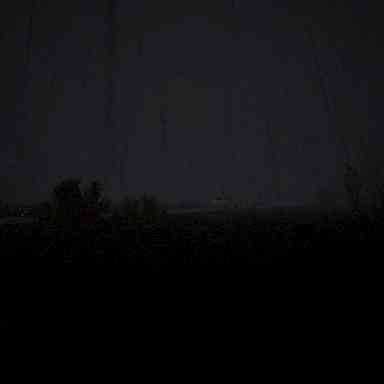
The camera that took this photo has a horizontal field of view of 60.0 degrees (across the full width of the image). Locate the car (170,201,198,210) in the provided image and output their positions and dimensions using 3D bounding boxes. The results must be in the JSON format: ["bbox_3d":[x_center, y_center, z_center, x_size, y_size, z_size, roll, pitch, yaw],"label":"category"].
[{"bbox_3d":[-1.134,2.066,52.154,2.033,1.411,5.357,-1,-1,36],"label":"car"}]

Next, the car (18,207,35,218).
[{"bbox_3d":[-14.505,1.816,33.618,2.033,1.411,5.357,-1,-1,36],"label":"car"}]

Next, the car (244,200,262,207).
[{"bbox_3d":[11.858,2.248,64.056,1.895,1.301,4.718,-1,-1,36],"label":"car"}]

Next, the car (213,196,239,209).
[{"bbox_3d":[5.643,1.750,55.346,2.150,2.045,5.566,-1,-1,38],"label":"car"}]
